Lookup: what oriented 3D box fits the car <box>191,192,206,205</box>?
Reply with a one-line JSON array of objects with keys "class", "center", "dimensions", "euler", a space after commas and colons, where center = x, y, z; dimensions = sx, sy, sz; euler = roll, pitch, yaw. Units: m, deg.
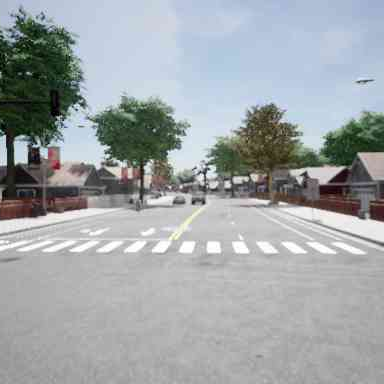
[{"class": "car", "center": [1.138, 1.033, 55.753], "dimensions": [2.150, 2.045, 5.566], "euler": [0, 0, 6]}]

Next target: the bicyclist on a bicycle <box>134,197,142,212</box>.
[{"class": "bicyclist on a bicycle", "center": [-5.819, 1.353, 35.838], "dimensions": [0.866, 1.612, 1.509], "euler": [0, 0, 3]}]

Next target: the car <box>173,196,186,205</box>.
[{"class": "car", "center": [-2.096, 1.348, 56.067], "dimensions": [1.812, 1.442, 4.674], "euler": [0, 0, 6]}]
